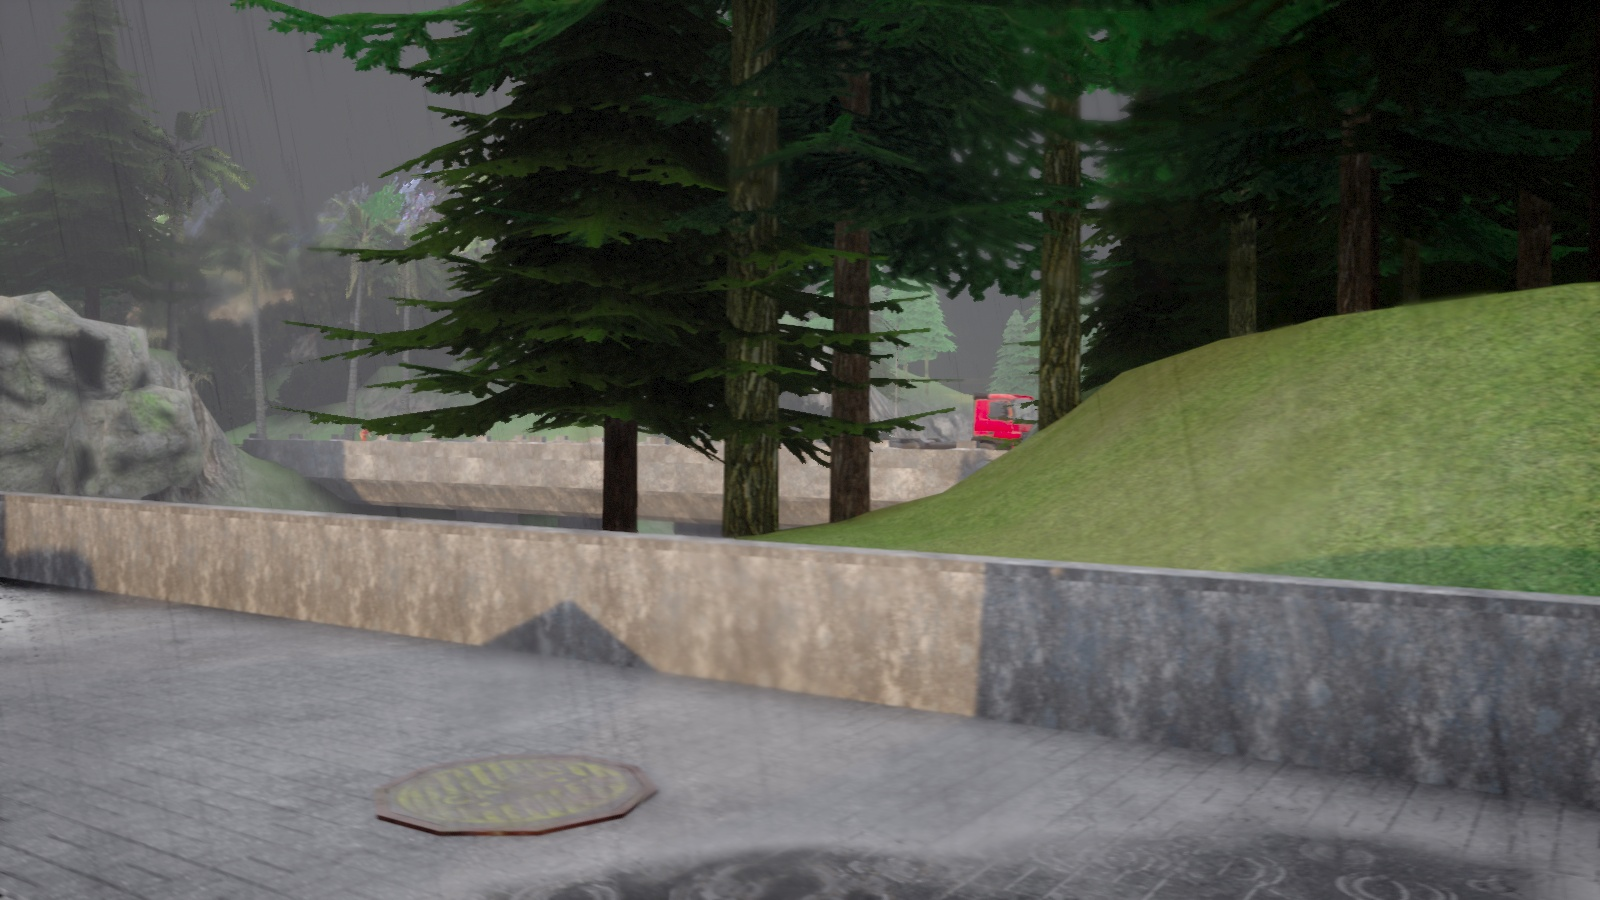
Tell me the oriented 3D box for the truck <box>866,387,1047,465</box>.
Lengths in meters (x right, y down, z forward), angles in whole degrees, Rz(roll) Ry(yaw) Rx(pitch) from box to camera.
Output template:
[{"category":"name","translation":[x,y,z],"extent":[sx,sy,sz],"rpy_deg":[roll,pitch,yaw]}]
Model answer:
[{"category":"truck","translation":[7.272,-1.079,58.821],"extent":[7.936,3.462,2.891],"rpy_deg":[0,1,34]}]
